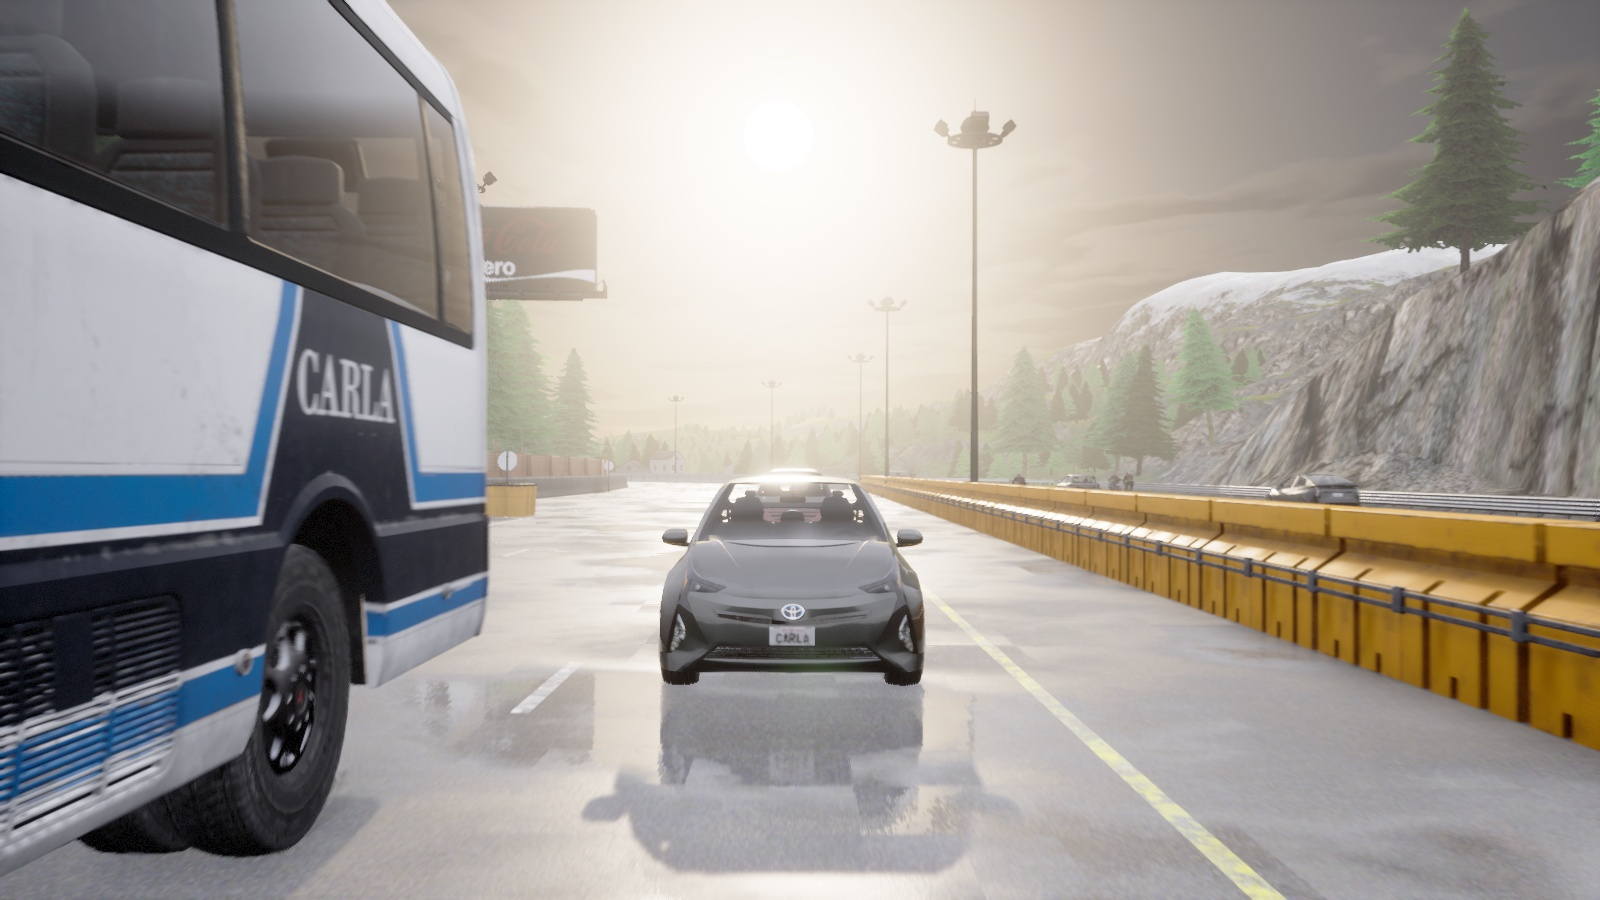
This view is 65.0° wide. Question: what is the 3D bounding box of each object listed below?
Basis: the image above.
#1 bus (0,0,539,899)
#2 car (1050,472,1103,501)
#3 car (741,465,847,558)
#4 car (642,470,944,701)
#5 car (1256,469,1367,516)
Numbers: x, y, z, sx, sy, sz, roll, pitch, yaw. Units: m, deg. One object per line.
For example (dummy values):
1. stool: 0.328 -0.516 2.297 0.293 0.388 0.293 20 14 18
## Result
1. bus: -3.513 -0.507 2.406 3.944 4.253 10.273 0 -1 0
2. car: 14.170 1.851 64.521 1.816 1.474 4.193 0 -1 0
3. car: -0.101 1.113 23.951 1.851 1.617 3.988 0 -1 0
4. car: -0.059 0.940 10.627 2.007 1.525 4.514 0 -1 0
5. car: 17.526 1.415 43.299 2.007 1.525 4.514 0 -1 0
